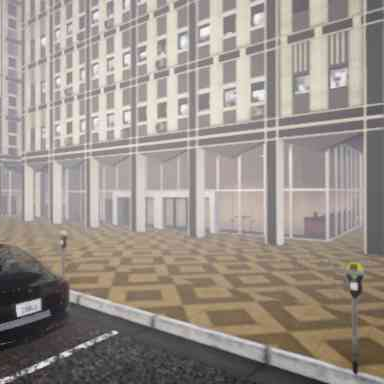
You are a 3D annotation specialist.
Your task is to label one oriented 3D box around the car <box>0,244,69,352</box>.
[{"bbox_3d":[-3.847,1.567,5.616,4.313,1.339,1.947,0,0,35],"label":"car"}]
